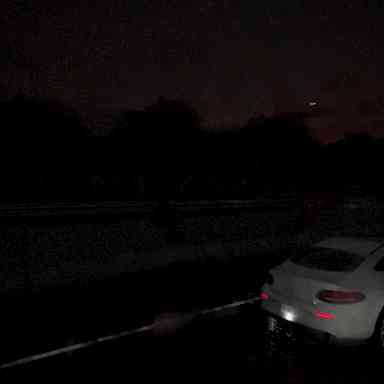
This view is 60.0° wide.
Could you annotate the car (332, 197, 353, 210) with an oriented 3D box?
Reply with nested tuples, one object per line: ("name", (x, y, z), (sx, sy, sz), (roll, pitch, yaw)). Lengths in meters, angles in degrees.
("car", (16.140, 1.479, 32.670), (4.674, 1.442, 1.812), (0, 0, -35))

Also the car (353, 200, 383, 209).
("car", (16.035, 1.481, 28.299), (4.674, 1.442, 1.812), (0, 0, -35))

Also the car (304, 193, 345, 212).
("car", (14.439, 1.175, 35.755), (5.566, 2.045, 2.150), (0, 0, -35))

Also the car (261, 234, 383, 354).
("car", (3.261, 1.515, 6.067), (4.674, 1.442, 1.812), (0, 0, -35))
